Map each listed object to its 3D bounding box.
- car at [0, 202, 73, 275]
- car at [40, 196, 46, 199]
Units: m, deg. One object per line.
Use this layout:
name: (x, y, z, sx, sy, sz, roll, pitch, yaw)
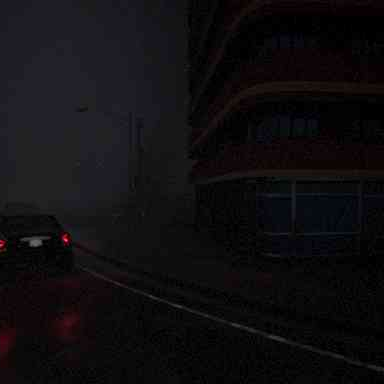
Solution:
car: (-5.395, 1.354, 10.391, 2.097, 1.767, 4.553, 0, 0, -38)
car: (-10.115, 1.353, 20.019, 2.097, 1.767, 4.553, 0, 0, -20)
